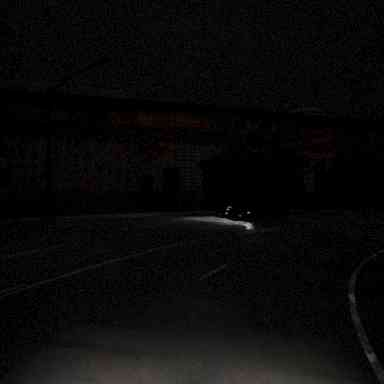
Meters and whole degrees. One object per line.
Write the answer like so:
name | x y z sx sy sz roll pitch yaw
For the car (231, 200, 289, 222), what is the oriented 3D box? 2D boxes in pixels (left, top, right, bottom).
car | 5.805 1.594 27.005 4.674 1.442 1.812 1 0 -28

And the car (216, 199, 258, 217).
car | 4.454 1.405 30.177 4.553 1.767 2.097 1 0 -27
